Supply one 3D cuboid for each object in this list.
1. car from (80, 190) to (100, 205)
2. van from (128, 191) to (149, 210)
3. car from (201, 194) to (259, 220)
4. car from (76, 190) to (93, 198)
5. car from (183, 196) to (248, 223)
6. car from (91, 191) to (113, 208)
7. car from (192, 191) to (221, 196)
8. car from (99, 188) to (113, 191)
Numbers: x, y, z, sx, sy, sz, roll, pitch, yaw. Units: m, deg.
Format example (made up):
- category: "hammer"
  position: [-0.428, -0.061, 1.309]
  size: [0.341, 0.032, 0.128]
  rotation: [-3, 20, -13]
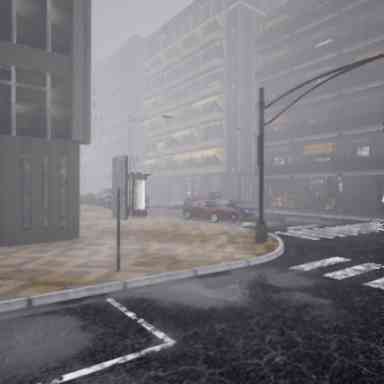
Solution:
- category: "car"
  position: [-12.103, 0.832, 39.918]
  size: [1.887, 1.381, 4.507]
  rotation: [1, 0, -36]
- category: "van"
  position: [-5.459, 0.804, 30.757]
  size: [1.690, 1.788, 3.998]
  rotation: [1, 0, -36]
- category: "car"
  position: [2.931, 1.167, 23.567]
  size: [1.812, 1.442, 4.674]
  rotation: [0, 1, -36]
- category: "car"
  position: [-22.019, 0.405, 67.880]
  size: [1.752, 1.417, 4.829]
  rotation: [1, 0, -36]
- category: "car"
  position: [1.174, 1.184, 21.597]
  size: [1.887, 1.381, 4.507]
  rotation: [1, 0, -36]
- category: "car"
  position: [-8.784, 0.920, 35.338]
  size: [1.887, 1.381, 4.507]
  rotation: [1, 0, -36]
- category: "car"
  position: [1.322, 0.811, 35.680]
  size: [2.192, 1.841, 5.009]
  rotation: [1, 0, -36]
- category: "car"
  position: [-10.089, 0.516, 41.556]
  size: [2.150, 2.045, 5.566]
  rotation: [0, 1, -36]
